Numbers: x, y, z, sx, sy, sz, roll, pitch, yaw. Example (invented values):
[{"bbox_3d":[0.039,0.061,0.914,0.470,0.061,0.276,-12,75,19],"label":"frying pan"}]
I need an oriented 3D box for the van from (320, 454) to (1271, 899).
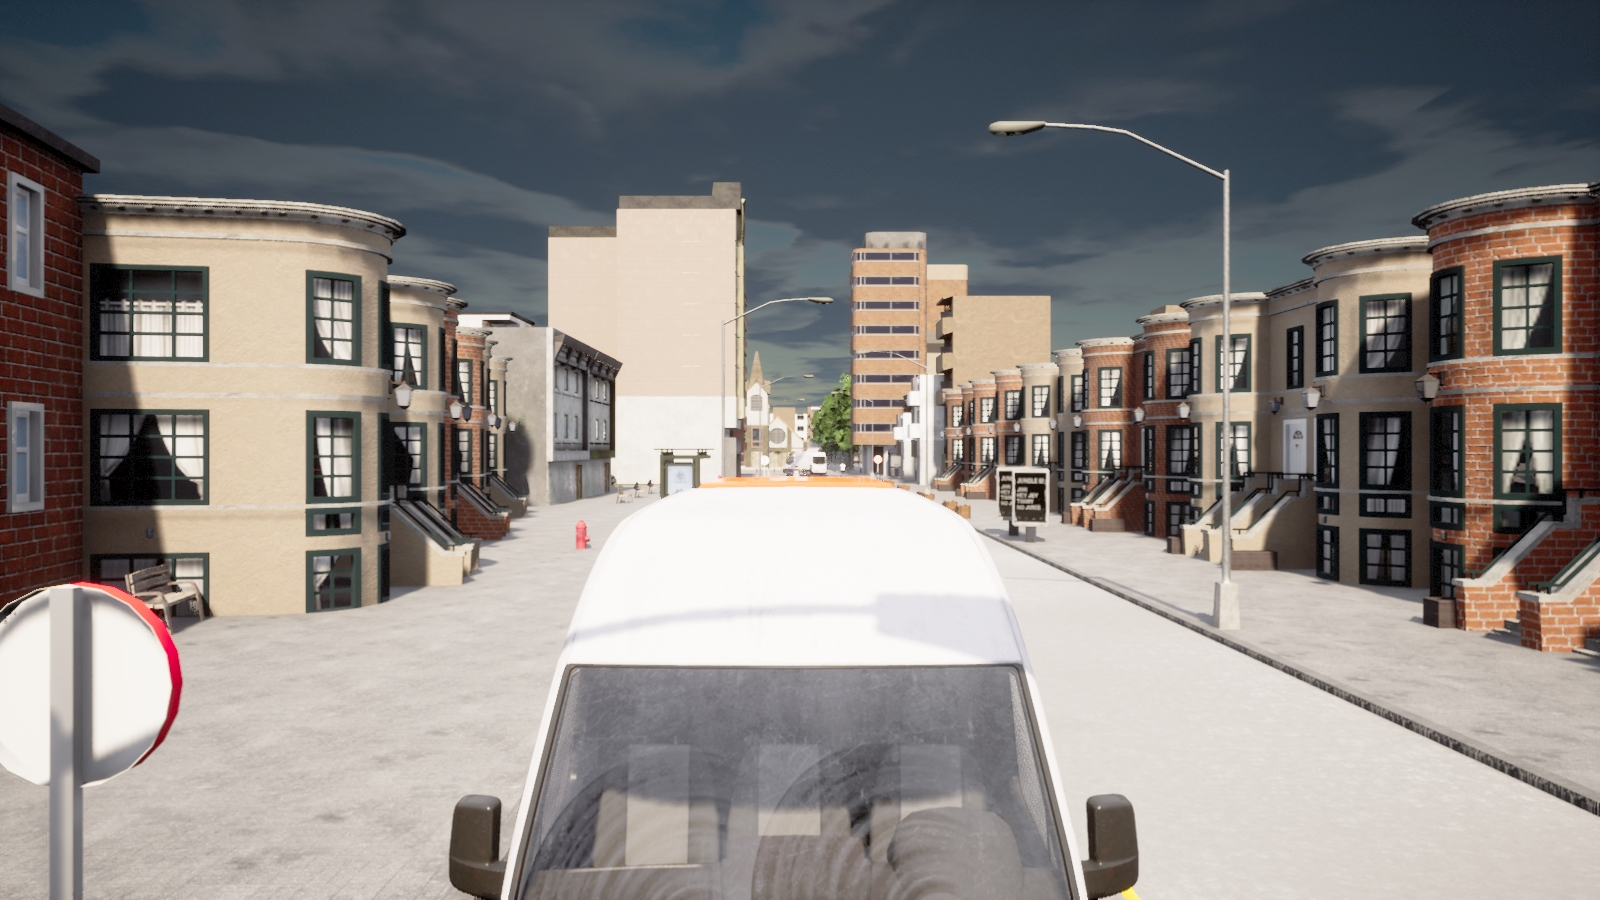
[{"bbox_3d":[-0.018,1.311,5.347,1.988,2.561,5.915,0,0,0],"label":"van"}]
